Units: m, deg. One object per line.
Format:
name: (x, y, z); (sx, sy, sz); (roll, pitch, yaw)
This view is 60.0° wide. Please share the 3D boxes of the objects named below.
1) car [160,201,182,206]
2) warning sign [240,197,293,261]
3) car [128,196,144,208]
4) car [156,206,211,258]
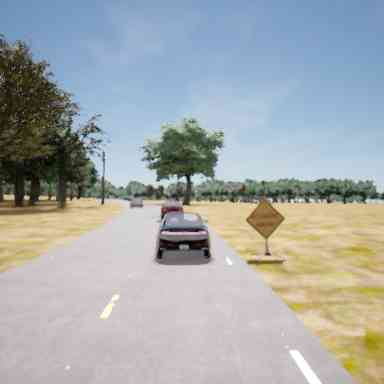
car: (-1.840, 1.545, 29.737); (1.882, 1.535, 5.008); (0, 0, -7)
warning sign: (2.343, 1.144, 10.589); (1.300, 1.860, 1.060); (-3, -3, -3)
car: (-8.124, 1.632, 48.980); (1.812, 1.442, 4.674); (1, 0, -11)
car: (-0.365, 1.521, 12.915); (2.128, 1.511, 4.902); (0, 0, -3)
